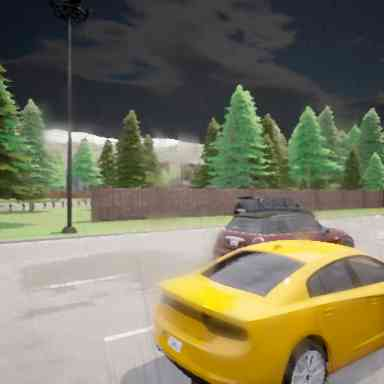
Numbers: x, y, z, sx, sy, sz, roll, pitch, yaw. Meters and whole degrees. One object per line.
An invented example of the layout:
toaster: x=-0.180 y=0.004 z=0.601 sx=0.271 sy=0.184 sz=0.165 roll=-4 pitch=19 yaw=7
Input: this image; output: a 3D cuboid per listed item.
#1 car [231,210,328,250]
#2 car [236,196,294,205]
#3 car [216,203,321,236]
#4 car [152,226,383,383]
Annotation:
car: x=3.985 y=1.588 z=14.988 sx=4.181 sy=1.385 sz=1.994 roll=0 pitch=0 yaw=-35
car: x=4.902 y=1.254 z=19.878 sx=5.566 sy=2.045 sz=2.150 roll=0 pitch=0 yaw=-35
car: x=2.850 y=1.369 z=9.947 sx=4.553 sy=1.767 sz=2.097 roll=0 pitch=0 yaw=-35
car: x=1.845 y=1.486 z=4.995 sx=5.008 sy=1.535 sz=1.882 roll=0 pitch=0 yaw=-35
